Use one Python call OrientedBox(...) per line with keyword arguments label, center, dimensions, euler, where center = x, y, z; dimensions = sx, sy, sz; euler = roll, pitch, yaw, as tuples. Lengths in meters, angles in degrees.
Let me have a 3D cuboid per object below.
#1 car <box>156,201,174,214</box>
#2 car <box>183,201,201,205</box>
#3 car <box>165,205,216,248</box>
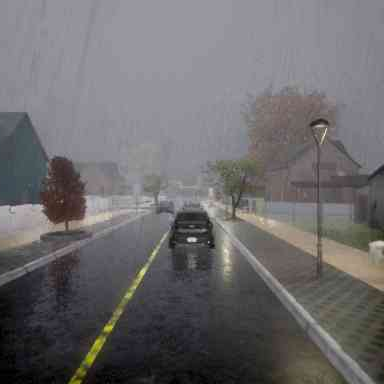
OrientedBox(label="car", center=(-2.750, 1.640, 35.663), dimensions=(2.033, 1.411, 5.357), euler=(0, 0, 0))
OrientedBox(label="car", center=(0.001, 1.522, 29.660), dimensions=(2.128, 1.511, 4.902), euler=(0, 0, 0))
OrientedBox(label="car", center=(0.001, 1.520, 14.655), dimensions=(1.837, 1.490, 4.892), euler=(0, 0, 0))
